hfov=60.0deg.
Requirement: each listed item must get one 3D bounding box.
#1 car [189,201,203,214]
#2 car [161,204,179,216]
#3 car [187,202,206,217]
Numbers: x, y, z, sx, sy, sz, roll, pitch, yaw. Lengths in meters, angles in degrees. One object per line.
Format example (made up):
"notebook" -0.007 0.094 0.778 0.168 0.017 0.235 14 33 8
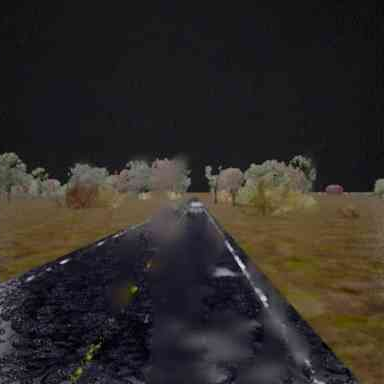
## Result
"car" 0.542 2.057 44.511 1.882 1.535 5.008 0 -1 1
"car" -2.534 2.100 38.582 1.895 1.301 4.718 0 -1 1
"car" 0.486 1.978 37.059 2.128 1.511 4.902 0 -1 1
